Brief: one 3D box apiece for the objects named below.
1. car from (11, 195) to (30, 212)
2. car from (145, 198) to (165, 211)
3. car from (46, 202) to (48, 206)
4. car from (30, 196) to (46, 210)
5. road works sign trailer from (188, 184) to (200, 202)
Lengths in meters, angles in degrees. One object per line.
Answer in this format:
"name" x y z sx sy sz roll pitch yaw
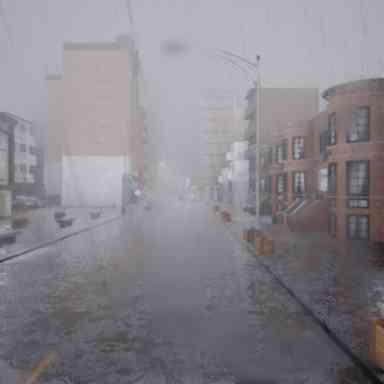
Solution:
"car" -19.085 1.105 33.868 3.866 1.878 1.905 0 0 10
"car" -4.114 1.376 37.442 1.812 1.442 4.674 0 0 0
"car" -19.464 1.255 39.922 4.193 1.474 1.816 0 0 10
"car" -19.320 1.198 36.970 4.611 1.667 2.242 0 0 10
"road works sign trailer" 0.117 0.185 70.161 2.380 3.560 2.880 0 0 -37
